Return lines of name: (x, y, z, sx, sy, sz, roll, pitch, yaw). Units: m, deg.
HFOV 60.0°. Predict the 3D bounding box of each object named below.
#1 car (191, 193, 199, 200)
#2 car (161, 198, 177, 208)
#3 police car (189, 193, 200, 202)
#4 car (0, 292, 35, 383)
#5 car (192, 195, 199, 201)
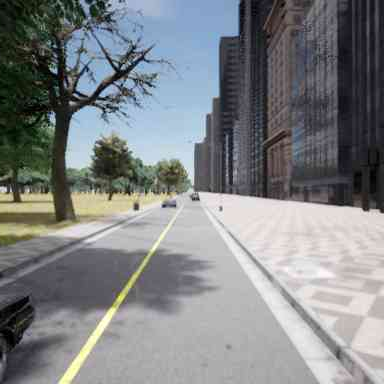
car: (0.883, 1.181, 92.503, 2.150, 2.045, 5.566, 0, 0, 0)
car: (-3.083, 1.540, 45.855, 1.994, 1.385, 4.181, 0, 0, 0)
police car: (0.888, 1.400, 76.582, 1.930, 1.638, 5.238, 0, 0, 0)
car: (-3.102, 1.599, 2.364, 1.895, 1.301, 4.718, 0, 0, 0)
car: (0.886, 1.492, 86.473, 1.812, 1.442, 4.674, 0, 0, 0)
